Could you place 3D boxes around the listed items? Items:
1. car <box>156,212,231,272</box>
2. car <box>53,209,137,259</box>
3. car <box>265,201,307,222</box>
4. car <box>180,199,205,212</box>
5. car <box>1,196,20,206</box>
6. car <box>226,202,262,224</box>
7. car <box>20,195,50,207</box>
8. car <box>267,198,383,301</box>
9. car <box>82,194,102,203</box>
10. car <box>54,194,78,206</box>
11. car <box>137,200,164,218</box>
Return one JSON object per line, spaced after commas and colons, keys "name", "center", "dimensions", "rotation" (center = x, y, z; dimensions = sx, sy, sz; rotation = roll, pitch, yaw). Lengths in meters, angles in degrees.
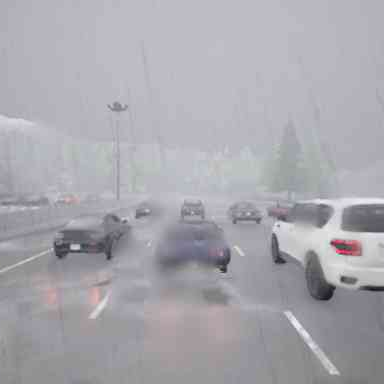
{"name": "car", "center": [0.058, 1.531, 10.495], "dimensions": [1.895, 1.301, 4.718], "rotation": [0, 0, 0]}
{"name": "car", "center": [-3.434, 1.445, 12.135], "dimensions": [1.812, 1.442, 4.674], "rotation": [0, 0, 0]}
{"name": "car", "center": [7.054, 1.431, 25.497], "dimensions": [1.895, 1.301, 4.718], "rotation": [0, 0, 0]}
{"name": "car", "center": [0.062, 1.313, 27.018], "dimensions": [2.128, 1.511, 4.902], "rotation": [0, 1, 0]}
{"name": "car", "center": [-24.909, 1.234, 47.252], "dimensions": [2.033, 1.411, 5.357], "rotation": [0, 0, -3]}
{"name": "car", "center": [3.535, 1.393, 23.241], "dimensions": [2.033, 1.411, 5.357], "rotation": [0, 0, 0]}
{"name": "car", "center": [-21.379, 1.172, 46.116], "dimensions": [1.882, 1.535, 5.008], "rotation": [0, 0, -3]}
{"name": "car", "center": [3.540, 1.159, 8.349], "dimensions": [2.150, 2.045, 5.566], "rotation": [0, -1, 0]}
{"name": "car", "center": [-14.490, 1.032, 48.288], "dimensions": [2.097, 1.767, 4.553], "rotation": [0, 0, -4]}
{"name": "car", "center": [-17.964, 1.037, 47.544], "dimensions": [2.097, 1.767, 4.553], "rotation": [0, 0, -4]}
{"name": "car", "center": [-3.435, 1.381, 27.710], "dimensions": [1.994, 1.385, 4.181], "rotation": [0, 0, 0]}
